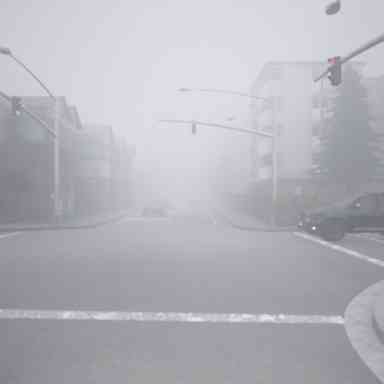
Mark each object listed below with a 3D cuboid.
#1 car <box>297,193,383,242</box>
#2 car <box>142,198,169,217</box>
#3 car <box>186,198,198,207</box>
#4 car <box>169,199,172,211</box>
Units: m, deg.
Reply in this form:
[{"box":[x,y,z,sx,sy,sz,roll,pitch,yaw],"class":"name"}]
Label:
[{"box":[7.604,1.060,14.740,5.566,2.045,2.150,0,0,0],"class":"car"},{"box":[-3.572,1.532,31.840,1.837,1.490,4.892,0,0,0],"class":"car"},{"box":[0.019,1.593,53.599,2.033,1.411,5.357,0,0,0],"class":"car"},{"box":[-3.563,1.541,41.967,1.837,1.490,4.892,0,0,1],"class":"car"}]
